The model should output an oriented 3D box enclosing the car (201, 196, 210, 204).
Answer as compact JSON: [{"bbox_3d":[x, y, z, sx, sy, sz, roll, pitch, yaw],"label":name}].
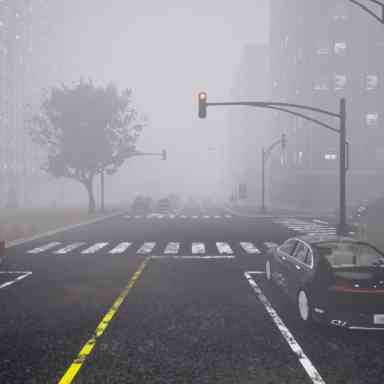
[{"bbox_3d":[2.678,1.578,67.031,1.752,1.417,4.829,0,0,0],"label":"car"}]

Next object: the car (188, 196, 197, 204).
[{"bbox_3d":[0.079,1.597,65.127,2.033,1.411,5.357,0,0,0],"label":"car"}]

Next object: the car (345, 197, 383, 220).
[{"bbox_3d":[13.480,1.151,23.667,4.553,1.767,2.097,-1,0,-1],"label":"car"}]

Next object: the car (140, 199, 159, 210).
[{"bbox_3d":[-5.699,1.592,44.769,1.947,1.339,4.313,0,0,0],"label":"car"}]

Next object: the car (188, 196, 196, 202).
[{"bbox_3d":[-0.013,1.668,78.852,1.895,1.301,4.718,0,0,0],"label":"car"}]

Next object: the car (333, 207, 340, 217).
[{"bbox_3d":[13.421,1.350,26.267,4.403,1.369,2.008,-1,1,-1],"label":"car"}]

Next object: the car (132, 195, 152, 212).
[{"bbox_3d":[-5.699,1.336,39.246,2.192,1.841,5.009,0,0,0],"label":"car"}]

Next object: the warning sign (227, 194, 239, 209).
[{"bbox_3d":[5.062,1.138,41.373,1.300,1.860,1.060,0,0,0],"label":"warning sign"}]

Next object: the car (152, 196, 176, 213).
[{"bbox_3d":[-3.105,1.525,37.890,1.837,1.490,4.892,0,0,0],"label":"car"}]

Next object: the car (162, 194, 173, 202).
[{"bbox_3d":[-5.705,1.386,77.905,2.192,1.841,5.009,0,0,0],"label":"car"}]

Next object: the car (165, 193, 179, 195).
[{"bbox_3d":[-3.095,1.263,58.675,2.150,2.045,5.566,0,0,-1],"label":"car"}]

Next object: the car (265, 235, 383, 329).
[{"bbox_3d":[2.688,1.551,6.859,2.008,1.369,4.403,0,0,0],"label":"car"}]

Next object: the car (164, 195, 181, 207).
[{"bbox_3d":[-3.103,1.521,48.097,2.128,1.511,4.902,0,0,0],"label":"car"}]

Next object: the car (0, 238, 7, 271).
[{"bbox_3d":[-5.692,1.545,6.857,1.887,1.381,4.507,0,0,0],"label":"car"}]

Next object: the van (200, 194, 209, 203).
[{"bbox_3d":[2.676,1.402,72.385,1.690,1.788,3.998,0,0,0],"label":"van"}]

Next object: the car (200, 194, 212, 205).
[{"bbox_3d":[2.679,1.610,61.338,1.947,1.339,4.313,0,0,0],"label":"car"}]
